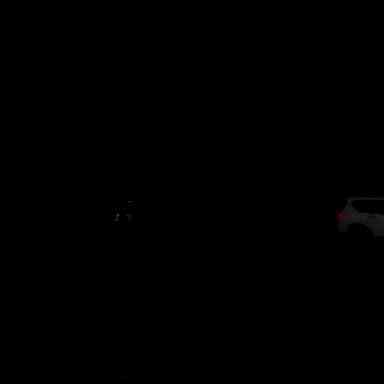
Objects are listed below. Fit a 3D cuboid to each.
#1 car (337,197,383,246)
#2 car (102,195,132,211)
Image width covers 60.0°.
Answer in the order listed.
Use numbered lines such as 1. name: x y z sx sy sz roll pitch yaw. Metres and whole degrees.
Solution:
1. car: 8.387 1.234 12.591 2.150 2.045 5.566 1 0 -35
2. car: -8.217 1.095 36.199 2.097 1.767 4.553 1 0 -35
